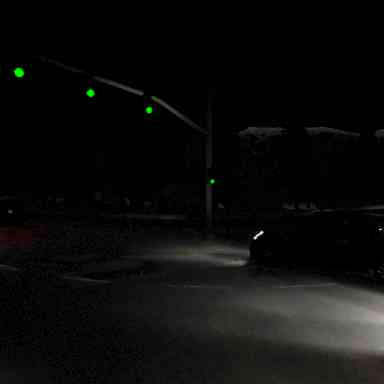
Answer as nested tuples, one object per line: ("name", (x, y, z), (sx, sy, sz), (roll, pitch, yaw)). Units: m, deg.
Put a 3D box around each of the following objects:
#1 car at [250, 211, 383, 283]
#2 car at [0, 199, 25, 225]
("car", (4.022, 1.342, 9.722), (4.553, 1.767, 2.097), (0, 0, 35))
("car", (-13.004, 1.249, 21.861), (4.553, 1.767, 2.097), (0, 0, 35))
